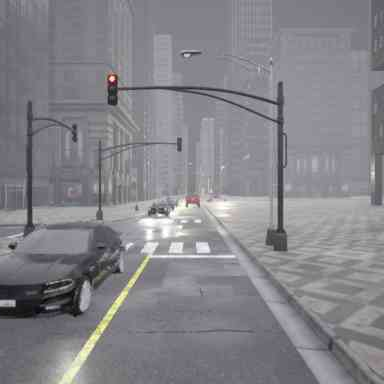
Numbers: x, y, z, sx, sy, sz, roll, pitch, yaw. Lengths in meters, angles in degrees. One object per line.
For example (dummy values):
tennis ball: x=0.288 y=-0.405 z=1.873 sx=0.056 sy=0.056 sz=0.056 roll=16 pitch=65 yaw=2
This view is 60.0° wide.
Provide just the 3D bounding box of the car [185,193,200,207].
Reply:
car: x=0.120 y=1.229 z=52.588 sx=2.150 sy=2.045 sz=5.566 roll=0 pitch=0 yaw=0

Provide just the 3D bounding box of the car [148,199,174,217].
car: x=-3.087 y=1.601 z=31.937 sx=1.895 sy=1.301 sz=4.718 roll=0 pitch=0 yaw=0

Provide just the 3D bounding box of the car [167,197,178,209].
car: x=-3.084 y=1.603 z=41.281 sx=1.895 sy=1.301 sz=4.718 roll=0 pitch=0 yaw=0

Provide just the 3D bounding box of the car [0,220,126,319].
car: x=-2.865 y=1.477 z=7.722 sx=1.882 sy=1.535 sz=5.008 roll=0 pitch=0 yaw=1
